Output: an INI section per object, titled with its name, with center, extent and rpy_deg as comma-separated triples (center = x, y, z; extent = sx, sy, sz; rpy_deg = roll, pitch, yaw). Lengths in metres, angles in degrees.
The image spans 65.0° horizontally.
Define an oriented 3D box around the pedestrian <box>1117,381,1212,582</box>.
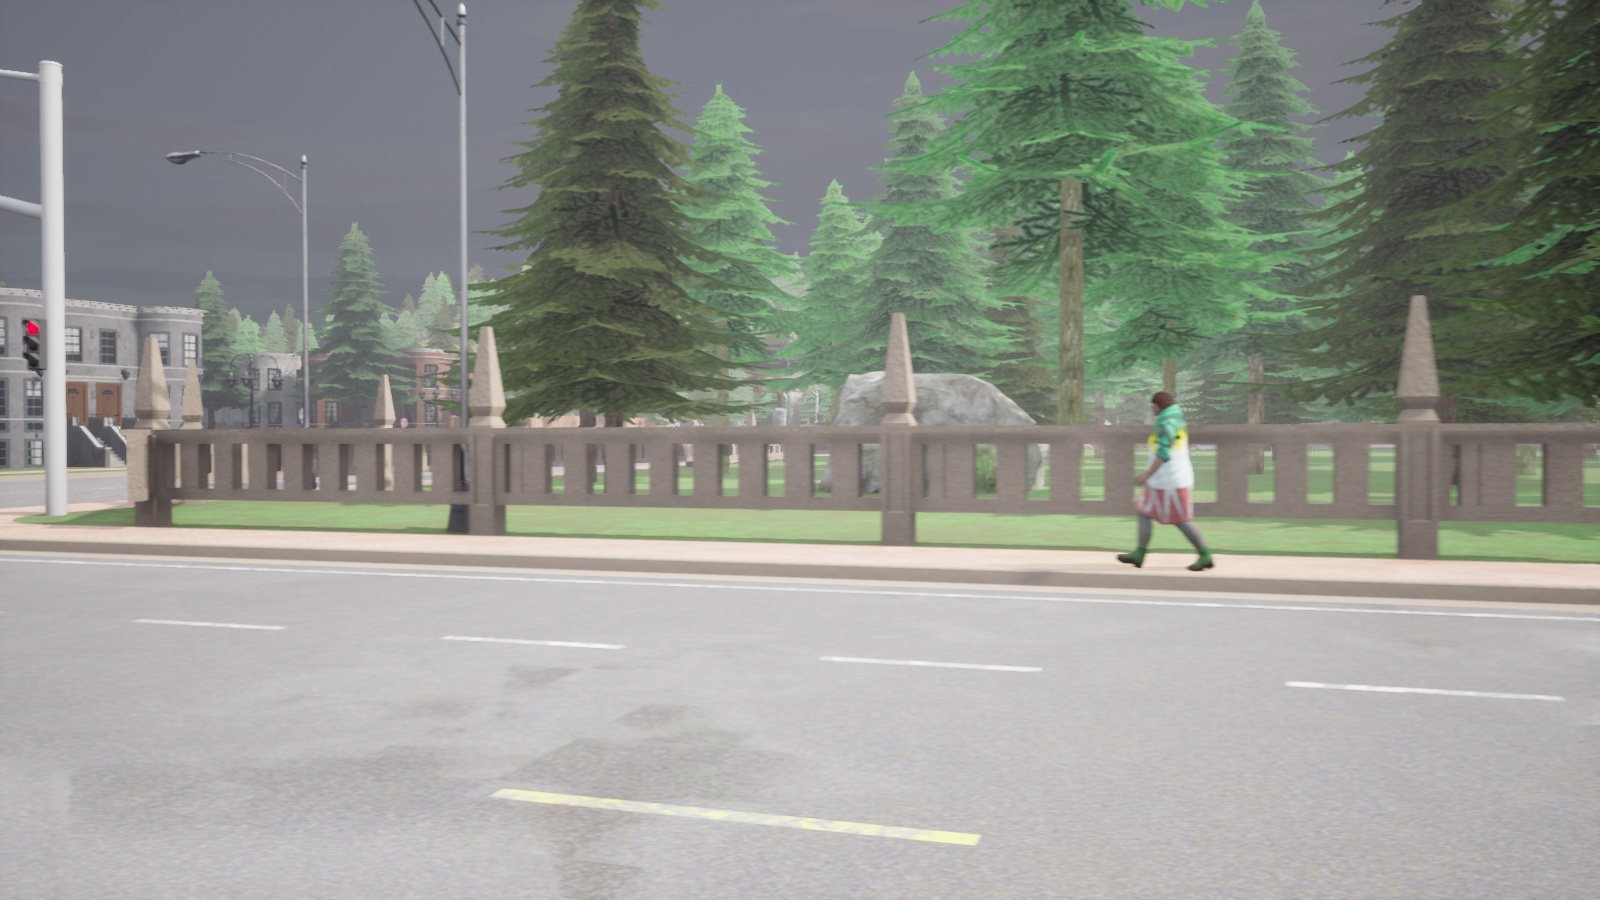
[pedestrian]
center = 3.661, 0.298, 12.617
extent = 0.873, 1.952, 0.659
rpy_deg = 0, 1, 17
